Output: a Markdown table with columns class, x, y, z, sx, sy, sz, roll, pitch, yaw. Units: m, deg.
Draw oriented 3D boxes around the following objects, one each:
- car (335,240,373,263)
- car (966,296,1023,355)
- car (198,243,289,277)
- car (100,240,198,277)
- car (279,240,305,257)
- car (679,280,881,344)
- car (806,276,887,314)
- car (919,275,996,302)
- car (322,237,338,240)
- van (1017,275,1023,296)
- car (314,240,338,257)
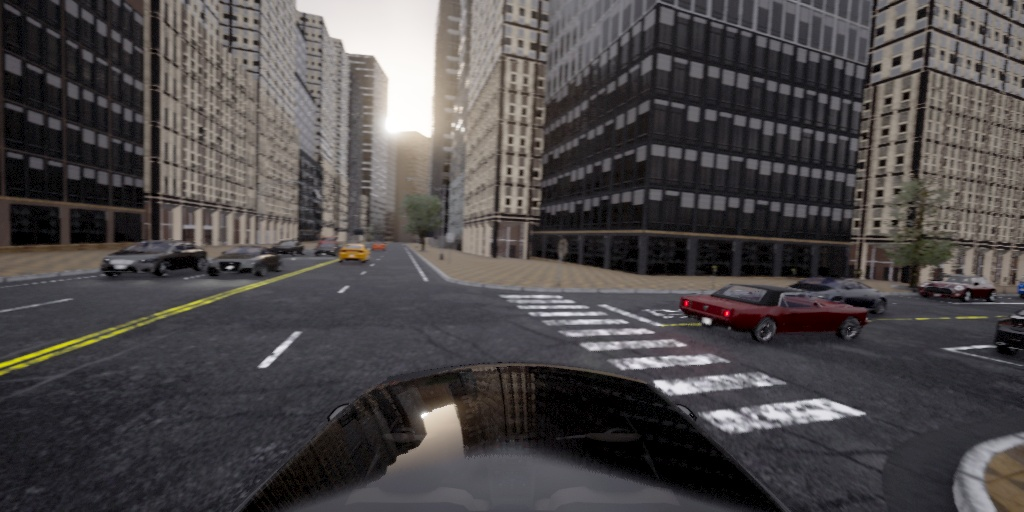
| class | x | y | z | sx | sy | sz | roll | pitch | yaw |
| --- | --- | --- | --- | --- | --- | --- | --- | --- | --- |
| car | -12.848 | -0.271 | 29.498 | 1.882 | 1.535 | 5.008 | 2 | 2 | -17 |
| car | 13.588 | 1.824 | 8.530 | 4.403 | 1.370 | 2.007 | 0 | 0 | -18 |
| car | -12.661 | 0.213 | 17.264 | 1.994 | 1.385 | 4.181 | 2 | 2 | -17 |
| car | -15.682 | 0.056 | 16.050 | 2.128 | 1.511 | 4.902 | 2 | 2 | -17 |
| car | -21.355 | -0.772 | 34.343 | 1.882 | 1.535 | 5.008 | 2 | 2 | -17 |
| car | 7.126 | 1.461 | 9.757 | 4.718 | 1.301 | 1.895 | 2 | 3 | -16 |
| car | 12.766 | 1.529 | 14.433 | 4.181 | 1.385 | 1.994 | 2 | 3 | -18 |
| car | 27.060 | 1.867 | 21.861 | 4.097 | 1.591 | 1.967 | 0 | 0 | -18 |
| car | -27.118 | -1.824 | 53.210 | 2.150 | 2.045 | 5.566 | 2 | 2 | -17 |
| van | 37.778 | 2.204 | 25.358 | 3.998 | 1.789 | 1.690 | 0 | 0 | -18 |
| car | -18.659 | -0.665 | 36.618 | 2.033 | 1.411 | 5.357 | 2 | 2 | -17 |
